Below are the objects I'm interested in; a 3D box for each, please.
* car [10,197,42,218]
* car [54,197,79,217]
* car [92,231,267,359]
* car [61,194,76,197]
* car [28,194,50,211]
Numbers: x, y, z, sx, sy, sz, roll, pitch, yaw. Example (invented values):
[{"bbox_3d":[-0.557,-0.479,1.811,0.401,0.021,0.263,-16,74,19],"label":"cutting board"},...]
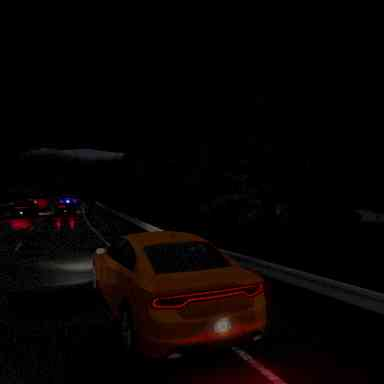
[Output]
[{"bbox_3d":[-15.108,1.505,30.147,1.837,1.490,4.892,0,0,-19],"label":"car"},{"bbox_3d":[-11.933,1.491,31.535,2.128,1.511,4.902,0,0,-19],"label":"car"},{"bbox_3d":[-0.658,1.478,6.299,1.882,1.535,5.008,0,0,-25],"label":"car"},{"bbox_3d":[-15.355,1.221,41.437,2.150,2.045,5.566,0,0,-18],"label":"car"},{"bbox_3d":[-18.520,1.221,40.045,2.150,2.045,5.566,0,0,-19],"label":"car"}]
